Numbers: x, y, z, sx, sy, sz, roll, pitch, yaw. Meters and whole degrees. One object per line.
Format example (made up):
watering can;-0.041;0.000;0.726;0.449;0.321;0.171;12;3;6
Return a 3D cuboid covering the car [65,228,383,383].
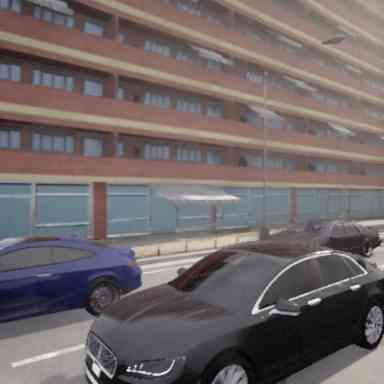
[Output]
car;1.007;1.535;4.749;4.892;1.490;1.837;1;0;-36

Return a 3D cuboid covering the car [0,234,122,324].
car;-3.164;1.546;6.037;4.674;1.442;1.812;1;0;-36

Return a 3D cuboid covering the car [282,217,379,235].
car;4.662;1.630;11.762;5.357;1.411;2.033;0;0;-36
